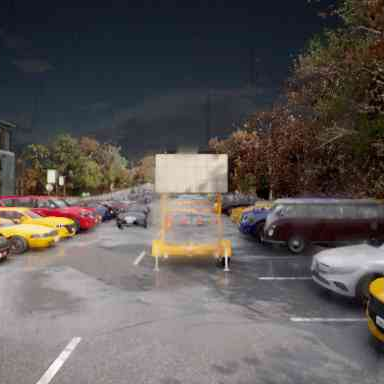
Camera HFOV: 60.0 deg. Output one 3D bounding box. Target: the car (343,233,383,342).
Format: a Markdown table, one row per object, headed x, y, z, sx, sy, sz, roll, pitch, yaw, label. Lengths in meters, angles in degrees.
| x | y | z | sx | sy | sz | roll | pitch | yaw | label |
| --- | --- | --- | --- | --- | --- | --- | --- | --- | --- |
| 5.040 | 1.480 | 4.457 | 5.008 | 1.535 | 2.097 | 0 | 0 | 0 | car |

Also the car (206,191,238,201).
| x | y | z | sx | sy | sz | roll | pitch | yaw | label |
| --- | --- | --- | --- | --- | --- | --- | --- | --- | --- |
| 5.153 | 0.736 | 57.411 | 5.366 | 1.575 | 1.946 | 0 | 2 | 0 | car |

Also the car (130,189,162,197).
| x | y | z | sx | sy | sz | roll | pitch | yaw | label |
| --- | --- | --- | --- | --- | --- | --- | --- | --- | --- |
| -8.084 | 0.491 | 57.321 | 5.566 | 2.045 | 2.435 | 0 | 2 | 0 | car |

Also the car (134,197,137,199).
| x | y | z | sx | sy | sz | roll | pitch | yaw | label |
| --- | --- | --- | --- | --- | --- | --- | --- | --- | --- |
| -8.078 | 1.445 | 32.260 | 4.674 | 1.452 | 2.002 | 0 | 1 | 0 | car |

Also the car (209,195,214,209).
| x | y | z | sx | sy | sz | roll | pitch | yaw | label |
| --- | --- | --- | --- | --- | --- | --- | --- | --- | --- |
| 4.810 | 1.361 | 35.235 | 5.366 | 1.575 | 1.946 | 0 | 1 | 0 | car |

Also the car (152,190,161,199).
| x | y | z | sx | sy | sz | roll | pitch | yaw | label |
| --- | --- | --- | --- | --- | --- | --- | --- | --- | --- |
| -8.115 | 0.856 | 54.544 | 4.892 | 1.521 | 2.231 | 0 | 2 | 0 | car |

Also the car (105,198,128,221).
| x | y | z | sx | sy | sz | roll | pitch | yaw | label |
| --- | --- | --- | --- | --- | --- | --- | --- | --- | --- |
| -8.079 | 1.456 | 26.681 | 5.008 | 1.535 | 2.097 | 0 | 0 | 0 | car |

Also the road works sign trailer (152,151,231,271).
| x | y | z | sx | sy | sz | roll | pitch | yaw | label |
| --- | --- | --- | --- | --- | --- | --- | --- | --- | --- |
| -0.014 | 0.463 | 10.894 | 2.380 | 3.560 | 2.880 | 0 | 0 | 0 | road works sign trailer |

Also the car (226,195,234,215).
| x | y | z | sx | sy | sz | roll | pitch | yaw | label |
| --- | --- | --- | --- | --- | --- | --- | --- | --- | --- |
| 5.041 | 1.344 | 24.075 | 4.553 | 1.767 | 2.185 | 0 | 0 | 0 | car |

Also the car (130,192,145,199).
| x | y | z | sx | sy | sz | roll | pitch | yaw | label |
| --- | --- | --- | --- | --- | --- | --- | --- | --- | --- |
| -8.056 | 1.196 | 37.824 | 4.553 | 1.767 | 2.185 | 0 | 1 | 0 | car |

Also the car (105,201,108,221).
| x | y | z | sx | sy | sz | roll | pitch | yaw | label |
| --- | --- | --- | --- | --- | --- | --- | --- | --- | --- |
| -8.069 | 1.516 | 21.108 | 4.674 | 1.452 | 2.002 | 0 | 0 | 0 | car |

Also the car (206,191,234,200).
| x | y | z | sx | sy | sz | roll | pitch | yaw | label |
| --- | --- | --- | --- | --- | --- | --- | --- | --- | --- |
| 4.993 | 0.646 | 60.202 | 4.792 | 1.488 | 2.163 | 0 | 3 | 0 | car |

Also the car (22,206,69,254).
| x | y | z | sx | sy | sz | roll | pitch | yaw | label |
| --- | --- | --- | --- | --- | --- | --- | --- | --- | --- |
| -7.870 | 1.475 | 12.759 | 5.366 | 1.575 | 1.946 | 0 | 0 | 0 | car |

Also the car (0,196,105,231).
| x | y | z | sx | sy | sz | roll | pitch | yaw | label |
| --- | --- | --- | --- | --- | --- | --- | --- | --- | --- |
| -8.035 | 1.225 | 18.325 | 5.566 | 2.045 | 2.435 | 0 | 0 | 0 | car |

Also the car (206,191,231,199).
| x | y | z | sx | sy | sz | roll | pitch | yaw | label |
| --- | --- | --- | --- | --- | --- | --- | --- | --- | --- |
| 4.963 | 0.518 | 63.111 | 4.674 | 1.452 | 2.002 | 0 | 3 | 0 | car |

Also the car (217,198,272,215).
| x | y | z | sx | sy | sz | roll | pitch | yaw | label |
| --- | --- | --- | --- | --- | --- | --- | --- | --- | --- |
| 5.005 | 1.403 | 32.446 | 5.008 | 1.535 | 2.097 | 0 | 1 | 0 | car |

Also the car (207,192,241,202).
| x | y | z | sx | sy | sz | roll | pitch | yaw | label |
| --- | --- | --- | --- | --- | --- | --- | --- | --- | --- |
| 5.156 | 0.850 | 54.618 | 5.366 | 1.575 | 1.946 | 0 | 2 | 0 | car |

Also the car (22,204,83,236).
| x | y | z | sx | sy | sz | roll | pitch | yaw | label |
| --- | --- | --- | --- | --- | --- | --- | --- | --- | --- |
| -8.065 | 1.477 | 15.542 | 5.008 | 1.535 | 2.097 | 0 | 0 | 0 | car |

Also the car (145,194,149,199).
| x | y | z | sx | sy | sz | roll | pitch | yaw | label |
| --- | --- | --- | --- | --- | --- | --- | --- | --- | --- |
| -8.062 | 1.295 | 40.614 | 4.792 | 1.488 | 2.163 | 0 | 1 | 0 | car |

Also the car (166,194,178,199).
| x | y | z | sx | sy | sz | roll | pitch | yaw | label |
| --- | --- | --- | --- | --- | --- | --- | --- | --- | --- |
| -3.638 | 0.601 | 62.274 | 1.994 | 1.385 | 4.181 | 0 | 3 | 0 | car |

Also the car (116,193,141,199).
| x | y | z | sx | sy | sz | roll | pitch | yaw | label |
| --- | --- | --- | --- | --- | --- | --- | --- | --- | --- |
| -8.053 | 1.242 | 35.045 | 4.553 | 1.767 | 2.185 | 0 | 1 | 0 | car |

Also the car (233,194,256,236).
| x | y | z | sx | sy | sz | roll | pitch | yaw | label |
| --- | --- | --- | --- | --- | --- | --- | --- | --- | --- |
| 4.992 | 1.226 | 15.596 | 5.566 | 2.045 | 2.435 | 0 | 0 | 0 | car |

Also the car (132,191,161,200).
| x | y | z | sx | sy | sz | roll | pitch | yaw | label |
| --- | --- | --- | --- | --- | --- | --- | --- | --- | --- |
| -8.121 | 0.619 | 60.122 | 5.008 | 1.535 | 2.097 | 0 | 2 | 0 | car |

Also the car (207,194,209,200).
| x | y | z | sx | sy | sz | roll | pitch | yaw | label |
| --- | --- | --- | --- | --- | --- | --- | --- | --- | --- |
| 4.976 | 1.123 | 46.385 | 5.008 | 1.535 | 2.097 | 0 | 2 | 0 | car |

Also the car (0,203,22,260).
| x | y | z | sx | sy | sz | roll | pitch | yaw | label |
| --- | --- | --- | --- | --- | --- | --- | --- | --- | --- |
| -8.084 | 1.354 | 10.100 | 4.553 | 1.767 | 2.185 | 0 | 0 | 0 | car |

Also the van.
| x | y | z | sx | sy | sz | roll | pitch | yaw | label |
| --- | --- | --- | --- | --- | --- | --- | --- | --- | --- |
| 4.908 | 1.253 | 12.811 | 4.442 | 1.987 | 1.878 | 0 | 0 | 0 | van |

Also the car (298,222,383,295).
| x | y | z | sx | sy | sz | roll | pitch | yaw | label |
| --- | --- | --- | --- | --- | --- | --- | --- | --- | --- |
| 5.034 | 1.520 | 7.242 | 4.674 | 1.452 | 2.002 | 0 | 0 | 0 | car |

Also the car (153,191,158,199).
| x | y | z | sx | sy | sz | roll | pitch | yaw | label |
| --- | --- | --- | --- | --- | --- | --- | --- | --- | --- |
| -8.134 | 0.987 | 51.768 | 4.792 | 1.488 | 2.163 | 0 | 2 | 0 | car |

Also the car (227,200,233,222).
| x | y | z | sx | sy | sz | roll | pitch | yaw | label |
| --- | --- | --- | --- | --- | --- | --- | --- | --- | --- |
| 5.008 | 1.475 | 21.290 | 5.008 | 1.535 | 2.097 | 0 | 0 | 0 | car |

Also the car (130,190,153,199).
| x | y | z | sx | sy | sz | roll | pitch | yaw | label |
| --- | --- | --- | --- | --- | --- | --- | --- | --- | --- |
| -8.129 | 1.003 | 46.184 | 4.553 | 1.767 | 2.185 | 0 | 2 | 0 | car |

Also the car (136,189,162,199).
| x | y | z | sx | sy | sz | roll | pitch | yaw | label |
| --- | --- | --- | --- | --- | --- | --- | --- | --- | --- |
| -8.088 | 0.362 | 62.892 | 4.553 | 1.767 | 2.185 | 0 | 3 | 0 | car |

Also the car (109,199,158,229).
| x | y | z | sx | sy | sz | roll | pitch | yaw | label |
| --- | --- | --- | --- | --- | --- | --- | --- | --- | --- |
| -3.620 | 1.476 | 21.794 | 2.128 | 1.511 | 4.902 | 1 | 0 | 0 | car |

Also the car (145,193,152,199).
| x | y | z | sx | sy | sz | roll | pitch | yaw | label |
| --- | --- | --- | --- | --- | --- | --- | --- | --- | --- |
| -8.124 | 1.231 | 43.401 | 4.792 | 1.488 | 2.163 | 0 | 1 | 0 | car |

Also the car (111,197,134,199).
| x | y | z | sx | sy | sz | roll | pitch | yaw | label |
| --- | --- | --- | --- | --- | --- | --- | --- | --- | --- |
| -8.083 | 1.435 | 29.470 | 5.008 | 1.535 | 2.097 | 0 | 1 | 0 | car |

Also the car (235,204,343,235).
| x | y | z | sx | sy | sz | roll | pitch | yaw | label |
| --- | --- | --- | --- | --- | --- | --- | --- | --- | --- |
| 5.202 | 1.473 | 18.382 | 5.366 | 1.575 | 1.946 | 0 | 0 | 0 | car |

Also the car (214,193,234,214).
| x | y | z | sx | sy | sz | roll | pitch | yaw | label |
| --- | --- | --- | --- | --- | --- | --- | --- | --- | --- |
| 5.031 | 1.182 | 29.654 | 5.566 | 2.045 | 2.435 | 0 | 1 | 0 | car |

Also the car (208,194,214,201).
| x | y | z | sx | sy | sz | roll | pitch | yaw | label |
| --- | --- | --- | --- | --- | --- | --- | --- | --- | --- |
| 4.979 | 1.201 | 43.468 | 4.892 | 1.521 | 2.231 | 0 | 2 | 0 | car |

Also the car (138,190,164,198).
| x | y | z | sx | sy | sz | roll | pitch | yaw | label |
| --- | --- | --- | --- | --- | --- | --- | --- | --- | --- |
| -8.094 | 0.379 | 65.683 | 4.792 | 1.488 | 2.163 | 0 | 3 | 0 | car |
